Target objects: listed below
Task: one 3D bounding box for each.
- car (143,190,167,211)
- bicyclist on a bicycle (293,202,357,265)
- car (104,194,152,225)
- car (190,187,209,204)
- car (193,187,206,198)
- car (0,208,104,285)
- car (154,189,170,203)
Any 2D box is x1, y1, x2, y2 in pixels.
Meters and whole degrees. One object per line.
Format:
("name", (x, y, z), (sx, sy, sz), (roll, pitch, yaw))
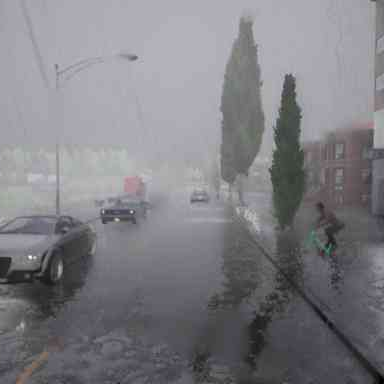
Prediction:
("car", (-3.439, 0.796, 26.810), (1.994, 1.385, 4.181), (0, 2, 1))
("bicyclist on a bicycle", (3.466, 1.095, 8.654), (1.656, 1.620, 0.582), (0, 2, 1))
("car", (-3.711, 1.025, 18.848), (1.895, 1.301, 4.718), (0, 2, 1))
("car", (0.843, 0.485, 36.105), (1.994, 1.385, 4.181), (0, 2, 1))
("car", (1.116, 0.054, 49.320), (1.812, 1.442, 4.674), (0, 2, 2))
("car", (-3.940, 1.294, 8.586), (1.994, 1.385, 4.181), (0, 2, 1))
("car", (-3.324, 0.480, 33.798), (1.837, 1.490, 4.892), (0, 3, 2))
